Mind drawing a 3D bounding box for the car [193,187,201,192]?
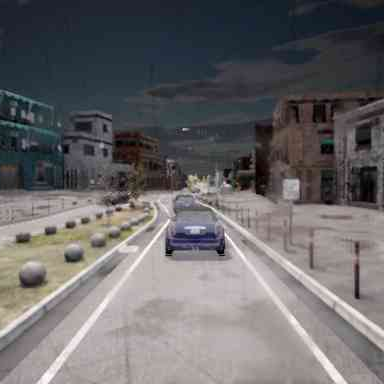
[{"bbox_3d":[0.928,-0.372,76.314,1.837,1.490,4.892,0,0,10],"label":"car"}]

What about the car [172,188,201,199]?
[{"bbox_3d":[-0.744,0.955,30.754,2.097,1.767,4.553,0,5,-7],"label":"car"}]

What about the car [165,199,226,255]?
[{"bbox_3d":[0.101,1.332,13.276,2.097,1.767,4.553,0,0,0],"label":"car"}]

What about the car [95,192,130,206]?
[{"bbox_3d":[-8.601,0.683,36.564,2.033,1.411,5.357,0,4,12],"label":"car"}]
